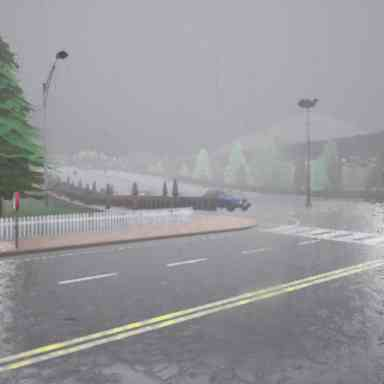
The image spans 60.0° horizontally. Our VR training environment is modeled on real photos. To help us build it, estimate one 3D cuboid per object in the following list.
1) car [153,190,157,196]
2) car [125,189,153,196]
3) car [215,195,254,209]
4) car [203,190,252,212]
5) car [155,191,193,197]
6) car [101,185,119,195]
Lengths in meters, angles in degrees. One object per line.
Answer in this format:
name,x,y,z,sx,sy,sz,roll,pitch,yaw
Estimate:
car,-6.335,0.374,52.278,2.033,1.411,5.357,-1,5,-37
car,-8.066,0.371,48.724,2.097,1.767,4.553,-1,5,-36
car,4.704,1.082,37.223,1.994,1.385,4.181,-1,1,-36
car,3.319,0.807,33.186,2.150,2.045,5.566,-1,1,-36
car,-2.287,1.015,40.828,1.812,1.442,4.674,-1,2,-36
car,-14.243,-0.416,57.271,1.812,1.442,4.674,-1,7,-35
